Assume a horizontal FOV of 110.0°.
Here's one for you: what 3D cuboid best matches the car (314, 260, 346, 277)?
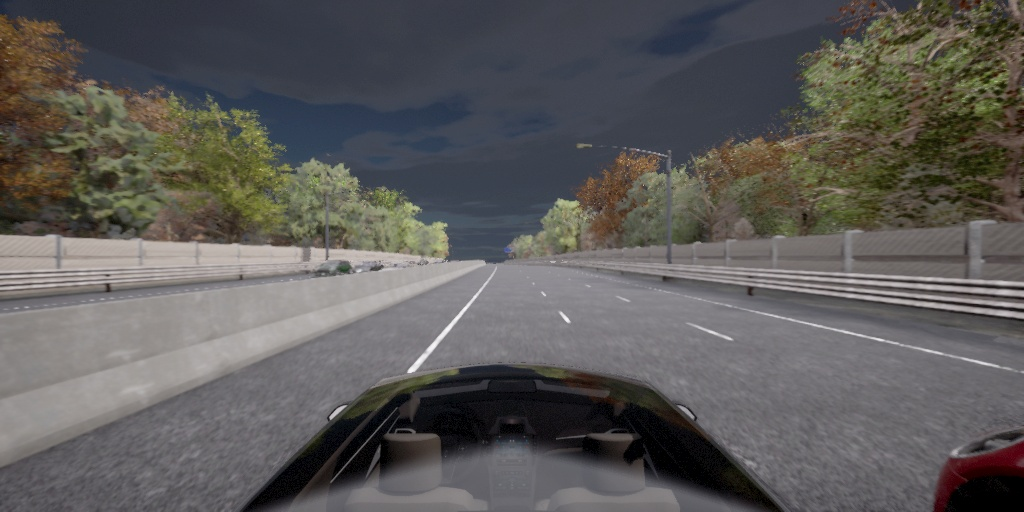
[{"bbox_3d":[-17.905,1.161,36.195,2.097,1.767,4.553,0,0,-1],"label":"car"}]

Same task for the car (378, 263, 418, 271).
[{"bbox_3d":[-10.867,1.400,34.621,1.895,1.301,4.718,0,0,-1],"label":"car"}]

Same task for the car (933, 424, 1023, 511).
[{"bbox_3d":[3.593,1.095,0.227,2.097,1.767,4.553,0,0,0],"label":"car"}]

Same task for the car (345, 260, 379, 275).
[{"bbox_3d":[-14.403,1.296,36.144,2.128,1.511,4.902,0,0,-1],"label":"car"}]
